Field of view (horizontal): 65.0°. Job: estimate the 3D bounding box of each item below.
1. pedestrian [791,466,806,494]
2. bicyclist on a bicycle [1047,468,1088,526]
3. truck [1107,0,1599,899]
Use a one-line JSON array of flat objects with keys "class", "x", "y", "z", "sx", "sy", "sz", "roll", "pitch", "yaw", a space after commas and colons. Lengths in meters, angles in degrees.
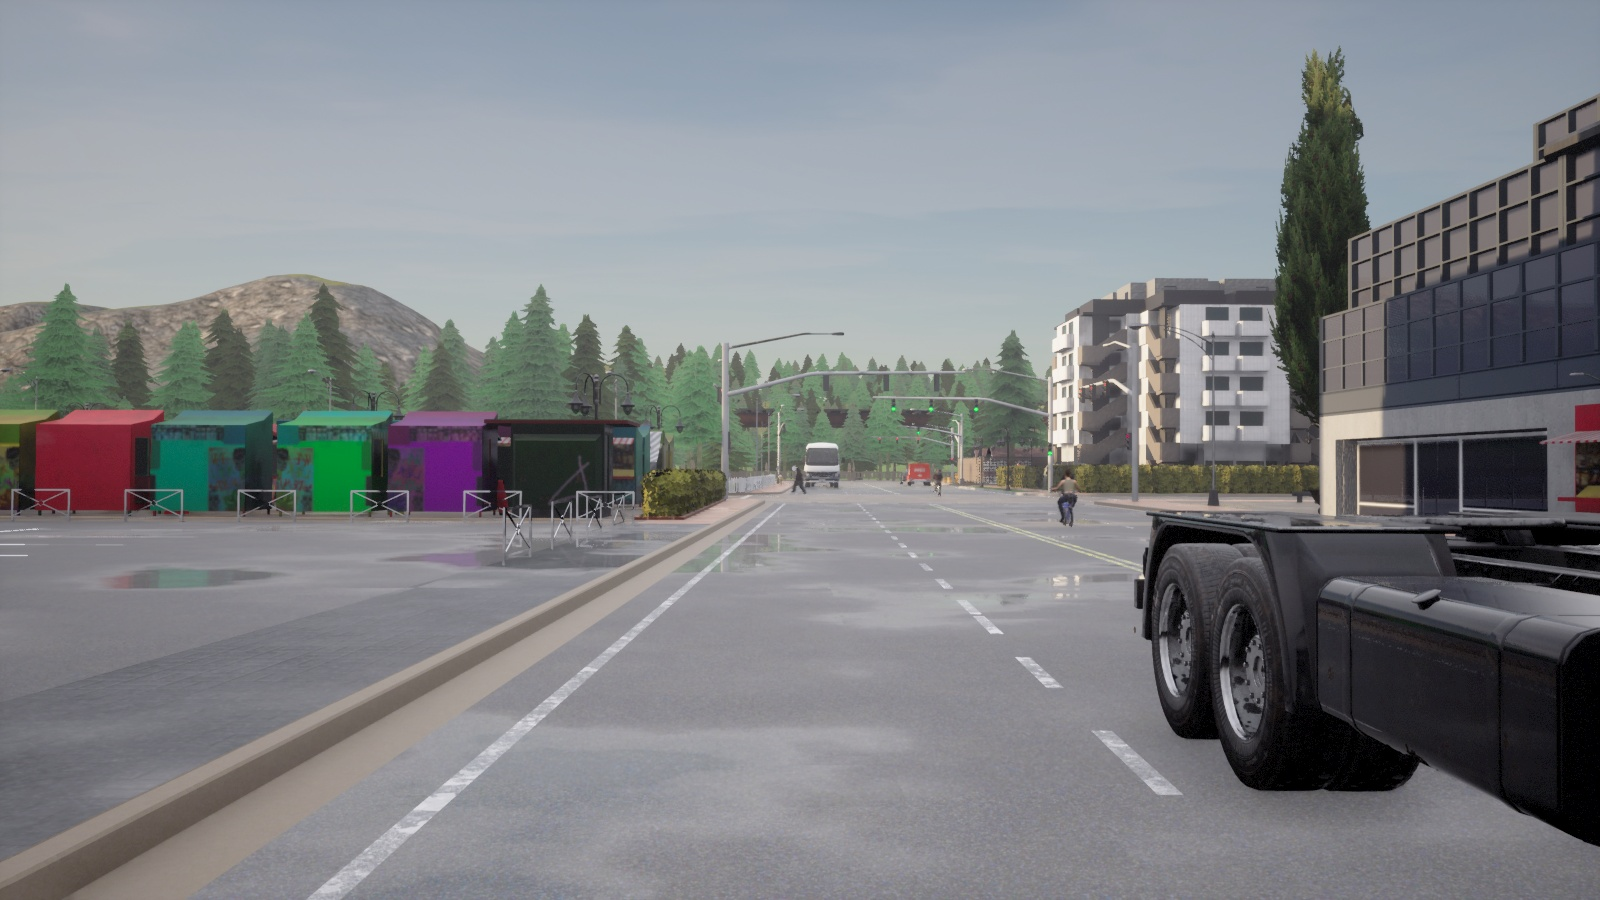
[{"class": "pedestrian", "x": -0.113, "y": 2.008, "z": 83.377, "sx": 0.899, "sy": 1.844, "sz": 0.634, "roll": 0, "pitch": -1, "yaw": -7}, {"class": "bicyclist on a bicycle", "x": 7.597, "y": 1.319, "z": 35.739, "sx": 0.866, "sy": 1.612, "sz": 1.509, "roll": 0, "pitch": -1, "yaw": 1}, {"class": "truck", "x": 3.537, "y": -0.102, "z": 4.747, "sx": 2.891, "sy": 3.462, "sz": 7.936, "roll": 0, "pitch": -1, "yaw": 1}]
